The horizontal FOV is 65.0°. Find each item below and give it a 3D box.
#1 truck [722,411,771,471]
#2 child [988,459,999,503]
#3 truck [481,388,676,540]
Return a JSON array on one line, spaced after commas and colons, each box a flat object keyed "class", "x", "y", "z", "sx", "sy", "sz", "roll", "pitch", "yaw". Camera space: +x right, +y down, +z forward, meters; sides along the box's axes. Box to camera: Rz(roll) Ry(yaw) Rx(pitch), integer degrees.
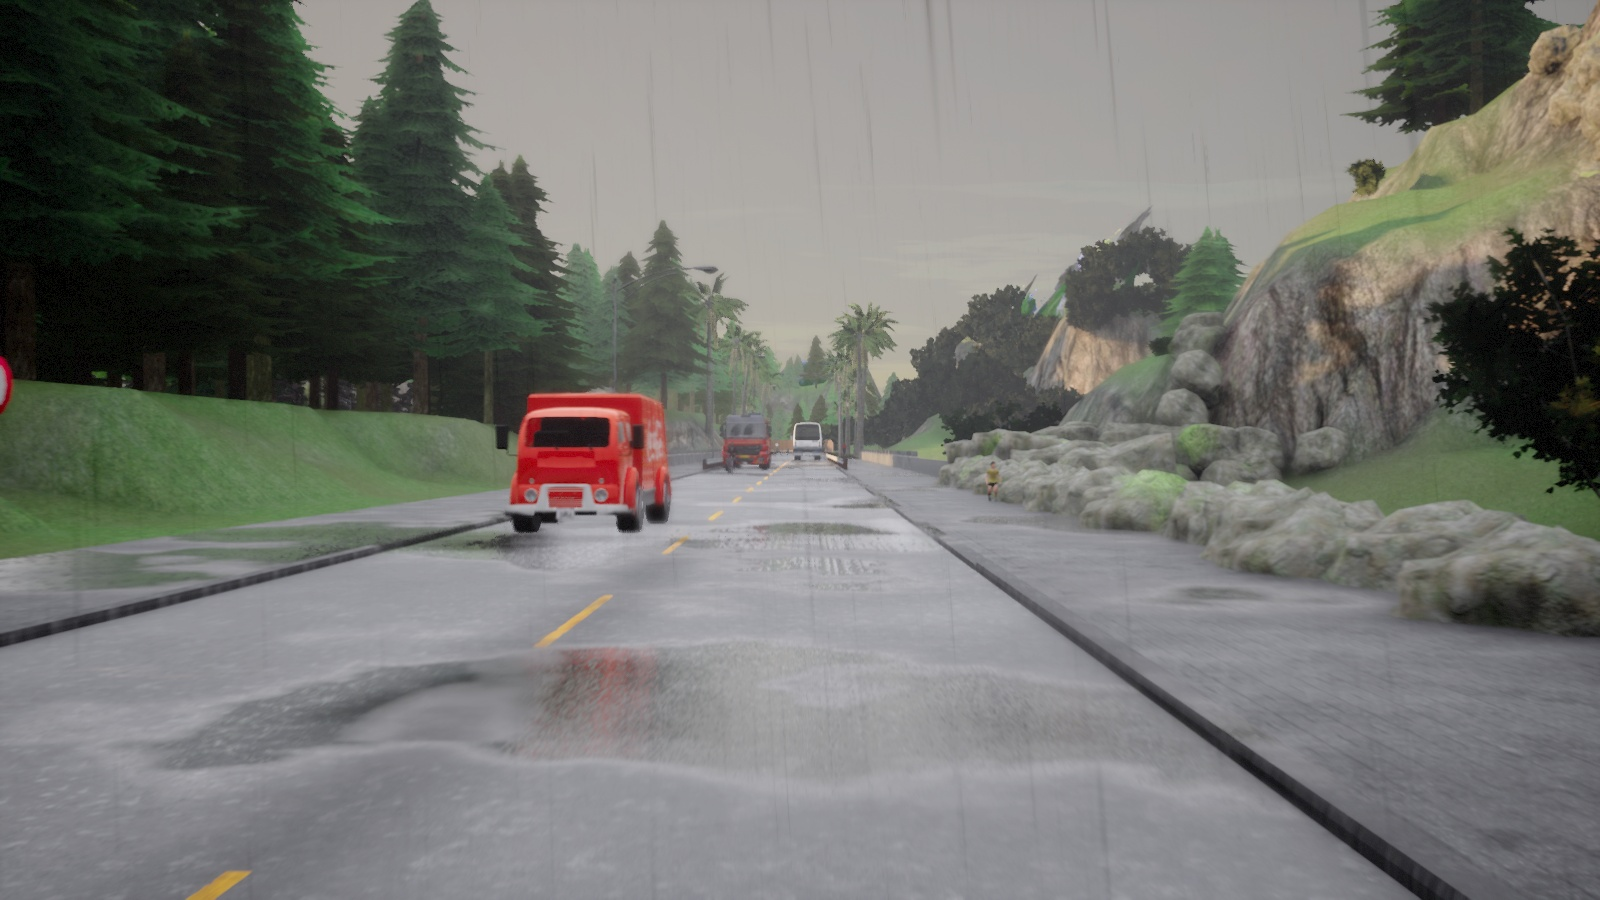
[{"class": "truck", "x": -3.496, "y": -0.597, "z": 84.038, "sx": 2.891, "sy": 3.827, "sz": 8.468, "roll": 0, "pitch": 0, "yaw": 0}, {"class": "child", "x": 4.897, "y": 0.774, "z": 31.813, "sx": 0.255, "sy": 1.110, "sz": 0.394, "roll": 0, "pitch": 0, "yaw": 5}, {"class": "truck", "x": -3.853, "y": 0.206, "z": 22.970, "sx": 2.627, "sy": 2.467, "sz": 5.204, "roll": 0, "pitch": 0, "yaw": 0}]
